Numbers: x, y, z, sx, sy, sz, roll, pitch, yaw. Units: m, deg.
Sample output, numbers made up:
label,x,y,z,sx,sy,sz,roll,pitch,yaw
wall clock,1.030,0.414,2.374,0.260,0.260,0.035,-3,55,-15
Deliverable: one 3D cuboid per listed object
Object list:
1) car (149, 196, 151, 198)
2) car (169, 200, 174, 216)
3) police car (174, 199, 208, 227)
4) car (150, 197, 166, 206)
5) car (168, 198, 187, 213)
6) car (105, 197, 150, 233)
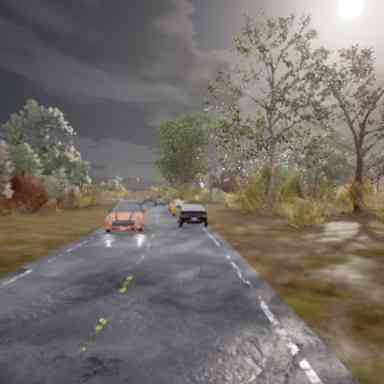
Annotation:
label,x,y,z,sx,sy,sz,roll,pitch,yaw
car,-10.356,1.646,78.159,1.812,1.442,4.674,0,0,-15
car,-0.999,1.567,33.267,1.882,1.535,5.008,0,0,-6
police car,-0.047,1.487,23.344,1.930,1.638,5.238,0,0,-5
car,-5.603,1.708,57.830,2.033,1.411,5.357,0,0,-11
car,-1.759,1.562,39.458,1.801,1.575,5.366,0,0,-8
car,-3.882,1.412,20.186,2.097,1.767,4.553,0,0,-4
